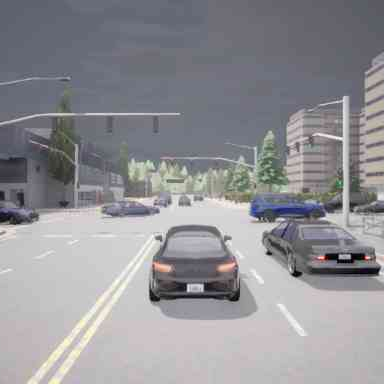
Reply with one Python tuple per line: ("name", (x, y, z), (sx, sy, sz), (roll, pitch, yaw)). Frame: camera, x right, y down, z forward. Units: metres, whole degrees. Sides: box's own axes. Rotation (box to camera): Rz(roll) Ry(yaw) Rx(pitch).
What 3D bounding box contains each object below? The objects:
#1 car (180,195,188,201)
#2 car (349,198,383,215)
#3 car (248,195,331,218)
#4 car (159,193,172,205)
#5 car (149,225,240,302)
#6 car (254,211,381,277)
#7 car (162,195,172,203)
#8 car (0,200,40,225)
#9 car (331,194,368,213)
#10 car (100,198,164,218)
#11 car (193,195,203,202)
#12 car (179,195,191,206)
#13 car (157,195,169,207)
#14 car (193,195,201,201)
("car", (-2.186, 1.540, 88.382), (2.033, 1.411, 5.357), (0, 0, -1))
("car", (18.221, 1.526, 32.475), (4.674, 1.442, 1.812), (0, 0, -2))
("car", (7.018, 1.221, 24.914), (5.566, 2.045, 2.150), (0, 0, -2))
("car", (-5.018, 1.221, 59.812), (2.150, 2.045, 5.566), (0, 0, -1))
("car", (0.036, 1.526, 8.159), (1.812, 1.442, 4.674), (0, 0, -1))
("car", (3.533, 1.547, 10.216), (2.033, 1.411, 5.357), (0, 0, 0))
("car", (-5.217, 1.500, 70.172), (1.837, 1.490, 4.892), (0, 0, -1))
("car", (-13.175, 1.352, 23.353), (4.553, 1.767, 2.097), (0, 0, 6))
("car", (16.285, 1.222, 35.943), (5.566, 2.045, 2.150), (0, 0, -2))
("car", (-5.612, 1.548, 30.424), (5.357, 1.411, 2.033), (0, 0, -36))
("car", (1.567, 1.478, 78.649), (1.882, 1.535, 5.008), (0, 0, -1))
("car", (-1.251, 1.564, 55.993), (1.994, 1.385, 4.181), (0, 0, -1))
("car", (-4.781, 1.526, 50.385), (1.812, 1.442, 4.674), (0, 0, -2))
("car", (1.305, 1.500, 88.787), (1.837, 1.490, 4.892), (0, 0, -1))
